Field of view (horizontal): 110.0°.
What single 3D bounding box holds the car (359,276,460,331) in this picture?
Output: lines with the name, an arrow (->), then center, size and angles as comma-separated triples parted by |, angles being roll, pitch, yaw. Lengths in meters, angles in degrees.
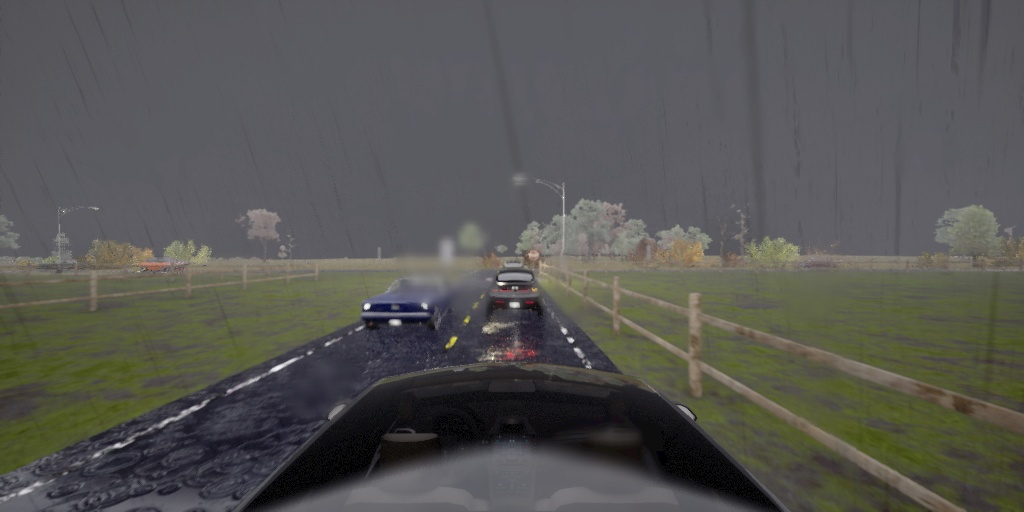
car -> -2.849, 1.307, 10.973 | 1.895, 1.301, 4.718 | 0, 0, 0

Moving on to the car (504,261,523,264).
car -> 0.104, 1.132, 27.133 | 1.837, 1.490, 4.892 | 0, 0, 0

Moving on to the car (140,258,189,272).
car -> -41.362, 1.022, 42.833 | 4.553, 1.767, 2.097 | 0, 0, 1

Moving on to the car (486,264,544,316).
car -> 0.102, 1.200, 13.145 | 1.837, 1.490, 4.892 | 0, 0, 0

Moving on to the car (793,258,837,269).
car -> 38.017, 0.986, 45.074 | 4.674, 1.442, 1.812 | 0, 0, 1
